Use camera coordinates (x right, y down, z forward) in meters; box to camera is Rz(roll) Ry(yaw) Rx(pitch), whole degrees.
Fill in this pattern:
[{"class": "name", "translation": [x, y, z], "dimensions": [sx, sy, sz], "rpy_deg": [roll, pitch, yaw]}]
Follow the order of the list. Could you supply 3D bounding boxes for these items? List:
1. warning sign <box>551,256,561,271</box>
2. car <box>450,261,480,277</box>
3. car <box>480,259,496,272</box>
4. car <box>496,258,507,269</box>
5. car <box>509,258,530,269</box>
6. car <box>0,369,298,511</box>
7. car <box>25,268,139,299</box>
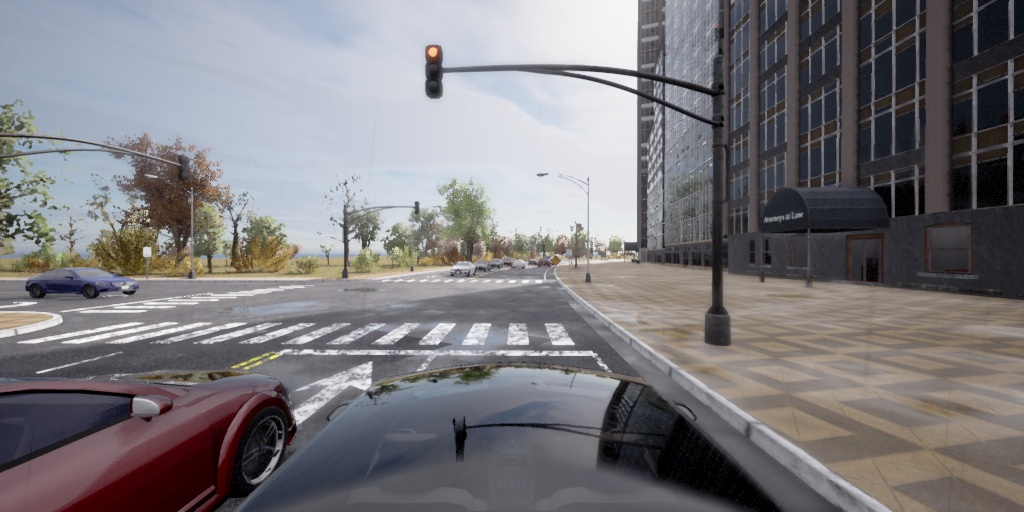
[{"class": "warning sign", "translation": [5.397, 0.868, 43.986], "dimensions": [1.300, 1.860, 1.060], "rpy_deg": [0, 0, 7]}, {"class": "car", "translation": [-4.879, 1.273, 36.323], "dimensions": [1.812, 1.442, 4.674], "rpy_deg": [0, 0, 6]}, {"class": "car", "translation": [-3.848, 1.296, 45.955], "dimensions": [2.033, 1.411, 5.357], "rpy_deg": [0, 0, 6]}, {"class": "car", "translation": [-2.474, 1.256, 55.907], "dimensions": [1.837, 1.490, 4.892], "rpy_deg": [0, 0, 9]}, {"class": "car", "translation": [1.247, 1.280, 57.569], "dimensions": [1.812, 1.442, 4.674], "rpy_deg": [0, 0, 9]}, {"class": "car", "translation": [-3.108, 1.314, 1.836], "dimensions": [1.994, 1.385, 4.181], "rpy_deg": [0, 0, 0]}, {"class": "car", "translation": [-21.674, 1.322, 18.105], "dimensions": [4.674, 1.442, 1.812], "rpy_deg": [0, 0, 4]}]
